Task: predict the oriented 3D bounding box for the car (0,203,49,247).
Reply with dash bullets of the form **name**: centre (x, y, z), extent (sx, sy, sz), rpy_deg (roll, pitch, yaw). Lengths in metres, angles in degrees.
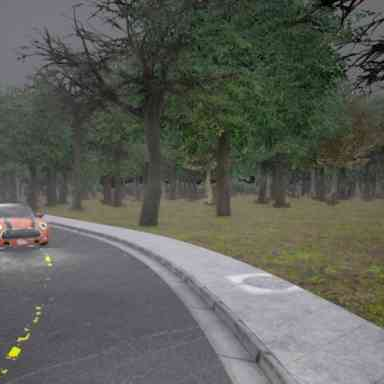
- **car**: centre (-7.677, 1.322, 14.395), extent (2.097, 1.767, 4.553), rpy_deg (1, -1, -35)
